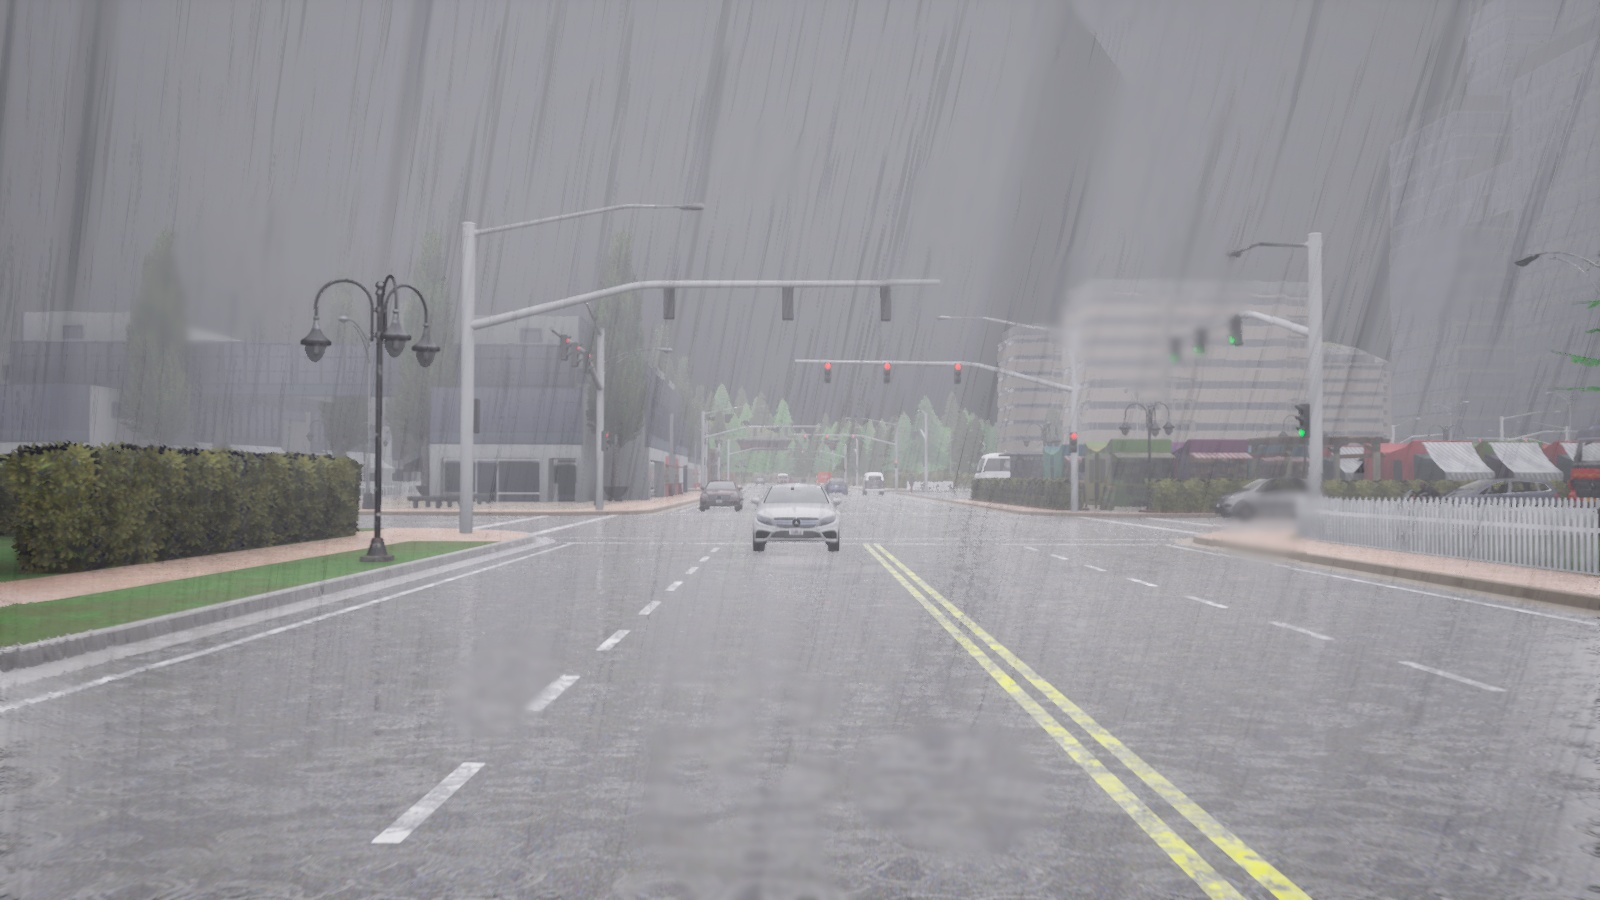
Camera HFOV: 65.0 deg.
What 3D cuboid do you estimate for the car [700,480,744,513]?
[{"bbox_3d":[-3.648,2.161,59.169,1.812,1.442,4.674,0,-1,0],"label":"car"}]

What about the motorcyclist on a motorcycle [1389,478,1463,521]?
[{"bbox_3d":[22.204,1.746,44.577,2.191,1.530,0.866,0,-1,-2],"label":"motorcyclist on a motorcycle"}]

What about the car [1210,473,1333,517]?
[{"bbox_3d":[17.970,1.701,47.963,3.988,1.617,1.851,0,-1,-2],"label":"car"}]

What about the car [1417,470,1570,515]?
[{"bbox_3d":[26.544,1.618,48.204,4.611,1.667,2.242,0,-1,-2],"label":"car"}]

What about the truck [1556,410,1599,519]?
[{"bbox_3d":[32.113,0.513,44.879,8.468,3.827,2.891,0,-1,-2],"label":"truck"}]

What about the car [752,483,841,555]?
[{"bbox_3d":[-0.070,1.462,27.936,1.812,1.442,4.674,0,-1,0],"label":"car"}]
